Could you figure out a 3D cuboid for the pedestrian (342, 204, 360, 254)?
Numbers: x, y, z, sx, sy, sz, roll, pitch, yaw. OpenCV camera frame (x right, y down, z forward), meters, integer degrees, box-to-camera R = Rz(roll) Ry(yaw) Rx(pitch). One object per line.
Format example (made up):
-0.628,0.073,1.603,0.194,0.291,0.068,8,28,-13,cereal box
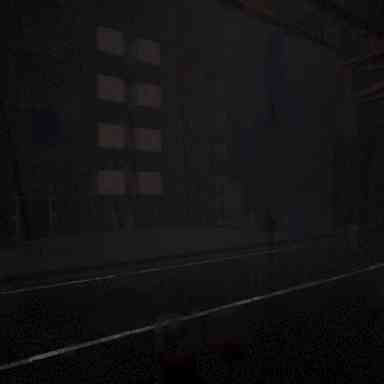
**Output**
5.842,1.291,12.142,0.375,1.860,0.375,-1,0,-36,pedestrian
